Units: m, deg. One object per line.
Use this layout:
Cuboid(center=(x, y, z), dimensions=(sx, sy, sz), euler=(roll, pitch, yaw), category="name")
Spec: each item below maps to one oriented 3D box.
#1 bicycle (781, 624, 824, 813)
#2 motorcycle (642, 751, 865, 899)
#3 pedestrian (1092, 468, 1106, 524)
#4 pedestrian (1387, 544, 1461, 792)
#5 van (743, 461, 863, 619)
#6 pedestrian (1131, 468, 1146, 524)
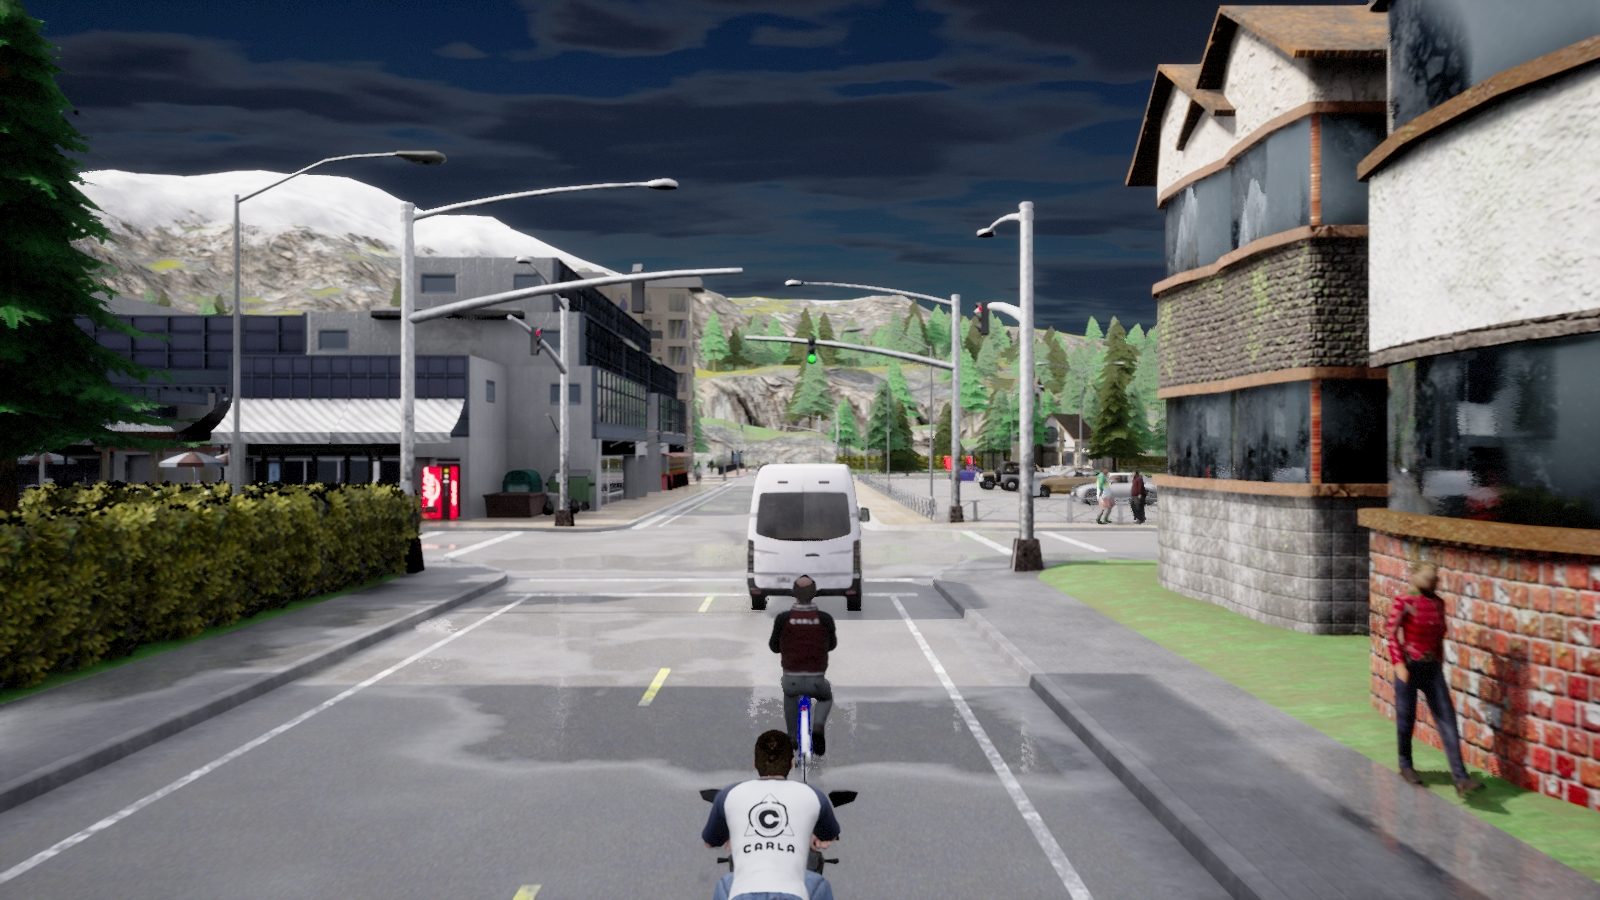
Cuboid(center=(0.021, 2.196, 9.669), dimensions=(0.329, 1.171, 1.835), euler=(0, 0, 0), category="bicycle")
Cuboid(center=(-0.142, 2.197, 5.136), dimensions=(0.803, 1.145, 2.033), euler=(0, 0, 1), category="motorcycle")
Cuboid(center=(9.927, 1.519, 37.976), dimensions=(0.375, 1.860, 0.375), euler=(0, 0, 0), category="pedestrian")
Cuboid(center=(4.862, 1.682, 8.912), dimensions=(0.375, 1.860, 0.375), euler=(0, 0, 0), category="pedestrian")
Cuboid(center=(0.197, 1.526, 21.981), dimensions=(1.988, 2.561, 5.915), euler=(0, 0, 3), category="van")
Cuboid(center=(11.260, 1.519, 38.041), dimensions=(0.375, 1.860, 0.375), euler=(0, 0, -5), category="pedestrian")
